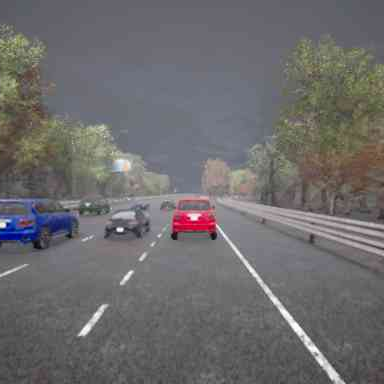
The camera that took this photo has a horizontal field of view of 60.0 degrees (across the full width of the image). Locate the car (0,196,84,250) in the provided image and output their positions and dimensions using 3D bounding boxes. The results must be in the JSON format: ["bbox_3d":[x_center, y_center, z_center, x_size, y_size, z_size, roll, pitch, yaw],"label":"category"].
[{"bbox_3d":[-6.894,1.301,14.750,2.150,2.045,5.566,0,0,0],"label":"car"}]

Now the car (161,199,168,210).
[{"bbox_3d":[-3.385,1.761,47.297,1.837,1.490,4.892,0,0,0],"label":"car"}]

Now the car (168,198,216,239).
[{"bbox_3d":[0.106,1.319,18.057,2.150,2.045,5.566,0,0,0],"label":"car"}]

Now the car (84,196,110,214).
[{"bbox_3d":[-10.389,1.414,35.767,2.150,2.045,5.566,0,0,0],"label":"car"}]

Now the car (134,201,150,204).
[{"bbox_3d":[-6.885,1.846,45.466,1.895,1.301,4.718,0,0,0],"label":"car"}]

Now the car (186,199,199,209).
[{"bbox_3d":[0.120,1.844,51.784,1.994,1.385,4.181,0,0,0],"label":"car"}]

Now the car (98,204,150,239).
[{"bbox_3d":[-3.394,1.622,17.995,1.812,1.442,4.674,0,0,0],"label":"car"}]
